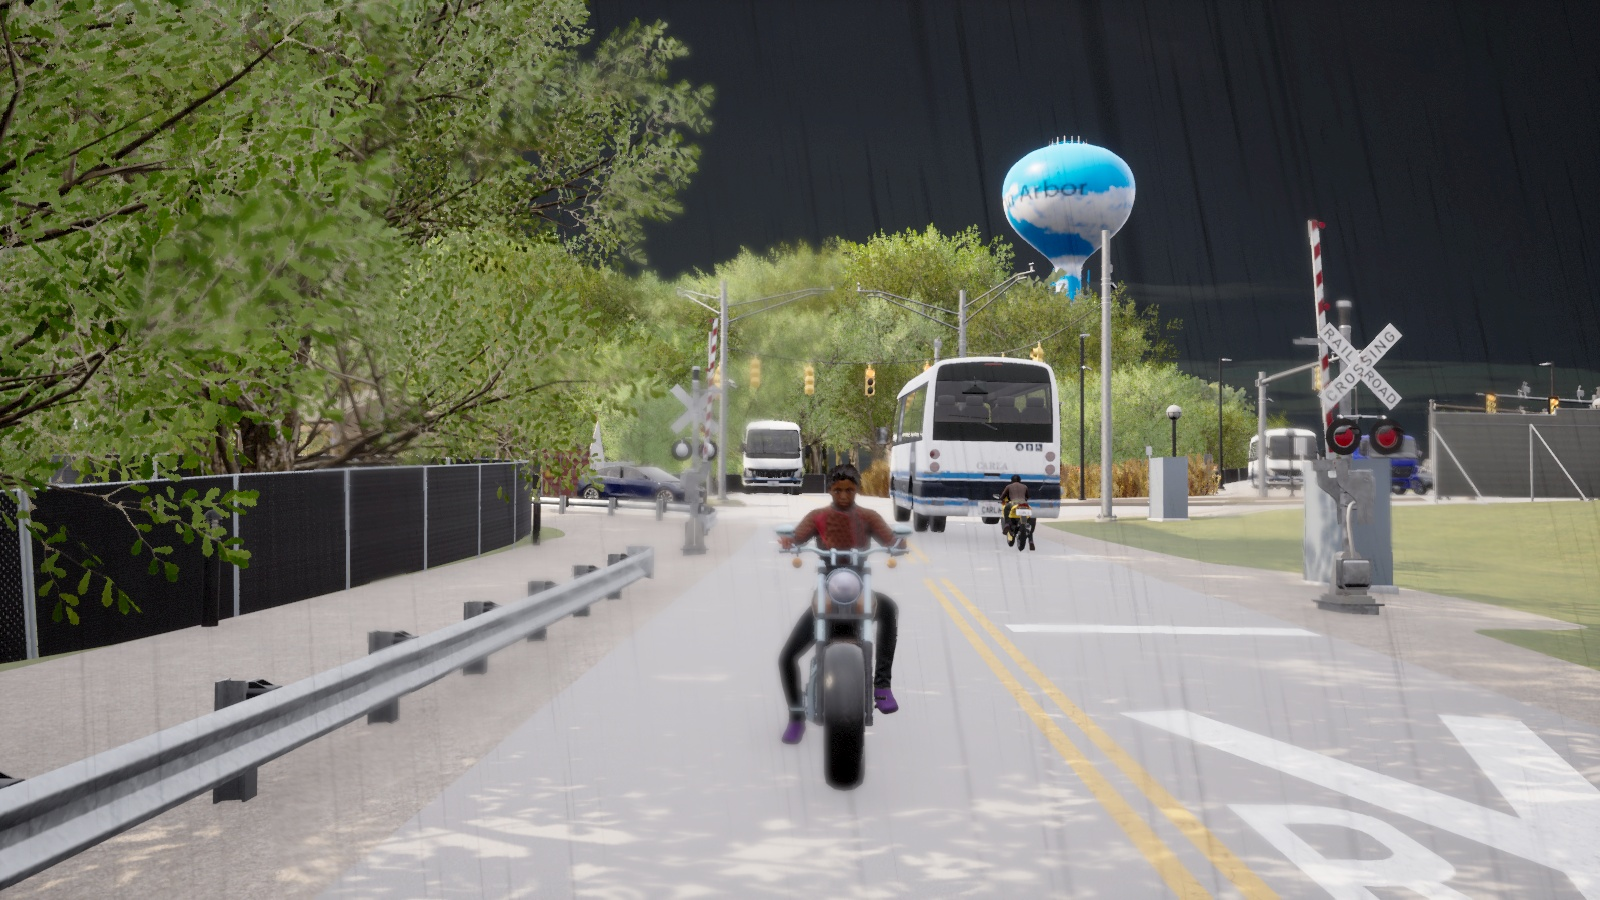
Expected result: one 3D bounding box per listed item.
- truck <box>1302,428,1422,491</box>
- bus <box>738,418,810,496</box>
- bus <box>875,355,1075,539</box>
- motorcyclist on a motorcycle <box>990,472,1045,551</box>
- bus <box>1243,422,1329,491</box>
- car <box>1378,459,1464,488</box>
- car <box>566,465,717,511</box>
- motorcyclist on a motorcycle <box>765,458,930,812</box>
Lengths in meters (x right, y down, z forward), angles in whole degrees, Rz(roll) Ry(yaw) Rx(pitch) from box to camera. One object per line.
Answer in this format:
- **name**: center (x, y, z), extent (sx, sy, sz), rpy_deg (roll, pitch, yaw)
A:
- **truck**: center (32.450, 0.593, 72.945), extent (2.891, 3.462, 7.936), rpy_deg (0, -1, -5)
- **bus**: center (-1.669, 0.527, 73.916), extent (3.944, 4.253, 10.273), rpy_deg (0, -1, -3)
- **bus**: center (4.385, -0.010, 34.388), extent (3.944, 4.253, 10.273), rpy_deg (1, -1, 0)
- **motorcyclist on a motorcycle**: center (4.380, 1.217, 25.429), extent (0.797, 1.523, 2.044), rpy_deg (0, -1, 1)
- **bus**: center (33.061, 0.568, 85.932), extent (3.944, 4.253, 10.273), rpy_deg (0, -3, 12)
- **car**: center (36.100, 1.366, 73.143), extent (2.152, 1.651, 5.027), rpy_deg (0, -1, -5)
- **car**: center (-5.466, 1.299, 43.212), extent (4.792, 1.488, 2.163), rpy_deg (0, -2, 28)
- **motorcyclist on a motorcycle**: center (0.255, 0.884, 7.056), extent (0.766, 1.649, 2.350), rpy_deg (0, -1, 2)
